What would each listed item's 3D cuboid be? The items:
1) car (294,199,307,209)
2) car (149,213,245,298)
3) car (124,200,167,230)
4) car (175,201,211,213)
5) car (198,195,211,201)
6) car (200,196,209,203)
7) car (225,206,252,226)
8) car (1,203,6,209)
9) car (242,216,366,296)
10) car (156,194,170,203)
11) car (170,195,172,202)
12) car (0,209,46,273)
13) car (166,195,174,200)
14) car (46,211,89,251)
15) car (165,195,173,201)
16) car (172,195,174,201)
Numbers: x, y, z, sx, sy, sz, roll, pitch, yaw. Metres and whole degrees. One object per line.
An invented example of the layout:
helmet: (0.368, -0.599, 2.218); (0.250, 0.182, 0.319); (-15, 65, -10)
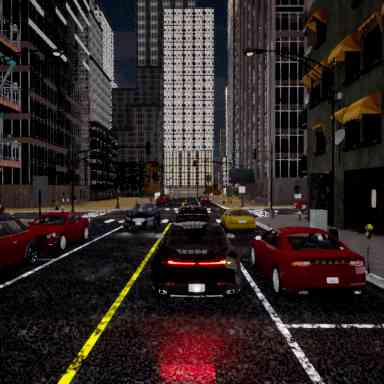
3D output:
car: (14.182, 1.255, 38.741); (4.507, 1.381, 1.887); (-1, 1, -1)
car: (0.083, 1.503, 8.478); (1.837, 1.490, 4.892); (0, 0, 0)
car: (-3.038, 1.529, 21.320); (2.128, 1.511, 4.902); (0, 0, 0)
car: (0.063, 1.475, 18.751); (1.882, 1.535, 5.008); (0, 0, 0)
car: (2.567, 1.436, 63.121); (1.967, 1.590, 4.097); (-1, 0, 0)
car: (2.558, 1.522, 68.851); (1.752, 1.417, 4.829); (-1, 0, 0)
car: (2.646, 1.522, 19.765); (1.752, 1.417, 4.829); (-1, 0, 0)
car: (-23.916, 1.745, 38.348); (4.097, 1.590, 1.967); (-1, 1, -1)
car: (2.667, 1.543, 8.548); (1.887, 1.381, 4.507); (-1, 0, 0)
car: (-5.812, 1.541, 63.107); (1.887, 1.381, 4.507); (-1, 0, 0)
car: (-5.824, 1.312, 68.667); (2.192, 1.841, 5.009); (-1, 0, 0)
car: (-5.715, 1.439, 8.547); (1.967, 1.590, 4.097); (-1, 0, 0)
car: (-5.862, 1.543, 90.904); (1.887, 1.381, 4.507); (-1, 0, 0)
car: (-5.724, 1.543, 14.071); (1.887, 1.381, 4.507); (-1, 0, 0)
car: (-5.852, 1.523, 85.175); (1.752, 1.417, 4.829); (-1, 0, 0)
car: (-5.834, 1.312, 74.227); (2.192, 1.841, 5.009); (-1, 0, 0)
